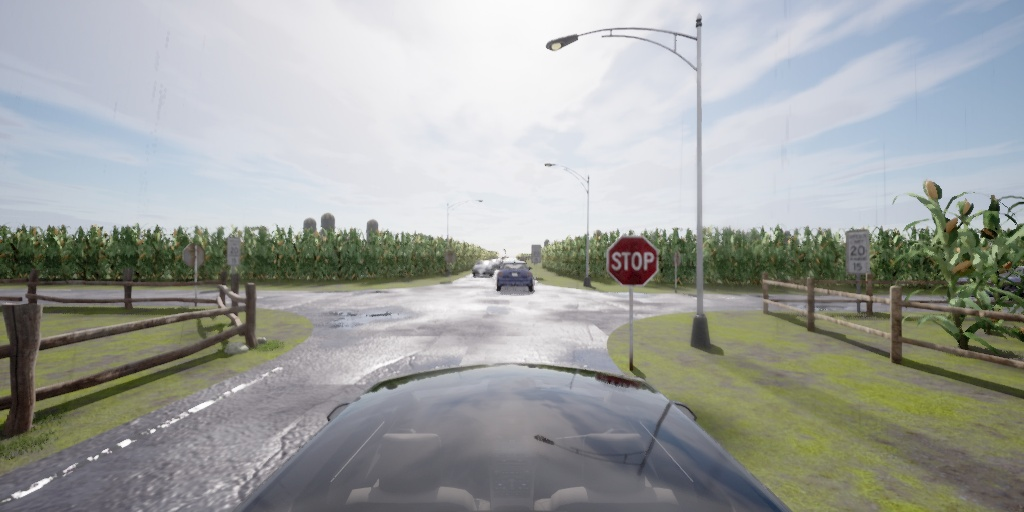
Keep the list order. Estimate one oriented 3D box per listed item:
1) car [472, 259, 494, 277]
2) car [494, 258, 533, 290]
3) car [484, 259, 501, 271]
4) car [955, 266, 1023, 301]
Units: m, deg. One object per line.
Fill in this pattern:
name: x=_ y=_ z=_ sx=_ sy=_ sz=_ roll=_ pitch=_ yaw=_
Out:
car: x=-2.746 y=1.223 z=34.730 sx=2.128 sy=1.511 sz=4.902 roll=0 pitch=0 yaw=0
car: x=0.162 y=1.094 z=22.360 sx=2.097 sy=1.767 sz=4.553 roll=0 pitch=0 yaw=0
car: x=-2.682 y=1.208 z=50.897 sx=2.128 sy=1.511 sz=4.902 roll=0 pitch=0 yaw=1
car: x=24.803 y=1.285 z=17.779 sx=4.553 sy=1.767 sz=2.097 roll=0 pitch=-1 yaw=1
